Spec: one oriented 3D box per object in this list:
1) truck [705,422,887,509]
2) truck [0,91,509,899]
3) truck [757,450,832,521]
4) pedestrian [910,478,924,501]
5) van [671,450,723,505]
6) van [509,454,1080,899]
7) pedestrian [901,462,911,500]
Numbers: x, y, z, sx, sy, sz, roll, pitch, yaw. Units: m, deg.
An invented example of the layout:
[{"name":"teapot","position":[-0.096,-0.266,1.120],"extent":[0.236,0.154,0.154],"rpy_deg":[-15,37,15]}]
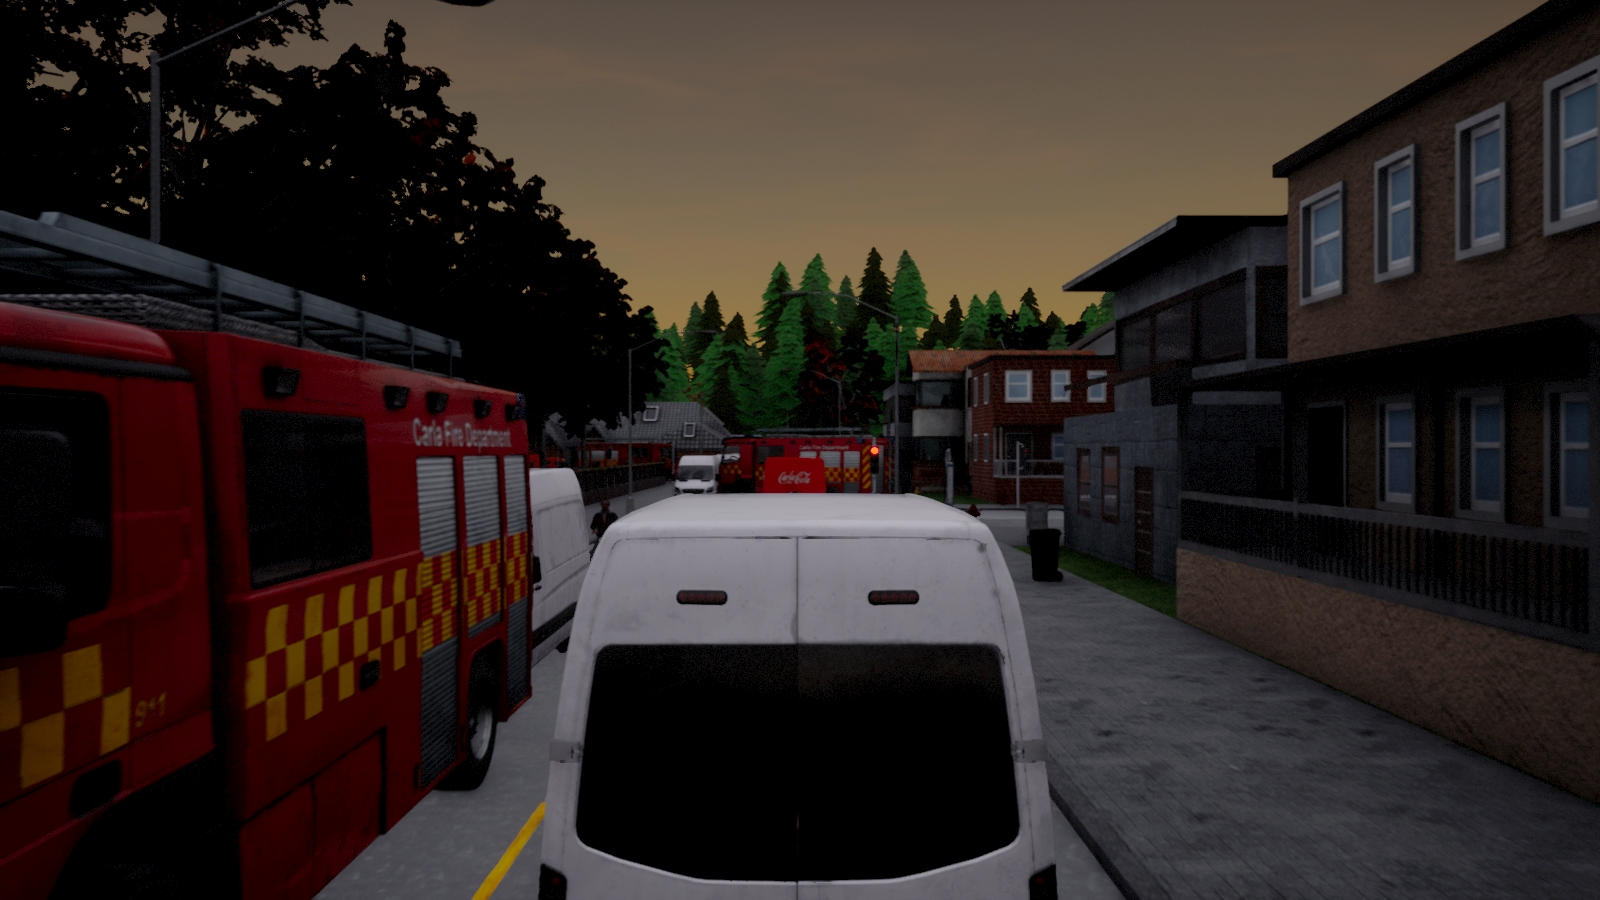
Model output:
[{"name":"truck","position":[-0.297,0.670,53.689],"extent":[8.468,3.827,2.891],"rpy_deg":[0,0,36]},{"name":"truck","position":[-4.235,0.670,6.807],"extent":[2.891,3.827,8.468],"rpy_deg":[0,0,0]},{"name":"truck","position":[-0.201,1.323,42.703],"extent":[2.627,2.467,5.204],"rpy_deg":[0,-2,0]},{"name":"pedestrian","position":[5.591,1.896,54.641],"extent":[0.500,1.100,0.500],"rpy_deg":[0,0,29]},{"name":"van","position":[-4.970,1.321,55.968],"extent":[1.988,2.561,5.915],"rpy_deg":[0,-1,0]},{"name":"van","position":[-0.021,1.314,6.943],"extent":[1.988,2.561,5.915],"rpy_deg":[0,0,0]},{"name":"pedestrian","position":[5.167,1.516,55.722],"extent":[0.375,1.860,0.375],"rpy_deg":[0,0,-27]}]
